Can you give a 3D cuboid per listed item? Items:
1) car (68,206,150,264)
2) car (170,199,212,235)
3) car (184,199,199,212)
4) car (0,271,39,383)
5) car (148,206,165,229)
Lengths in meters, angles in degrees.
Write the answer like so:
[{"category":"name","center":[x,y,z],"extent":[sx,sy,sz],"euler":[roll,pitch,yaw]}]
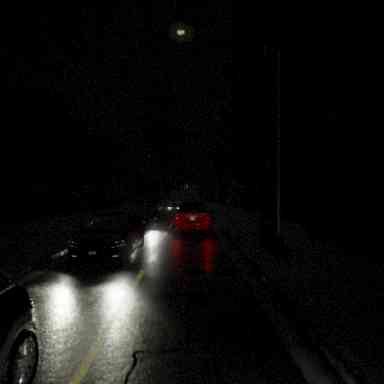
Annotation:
[{"category":"car","center":[-2.895,1.507,12.147],"extent":[1.882,1.535,5.008],"euler":[0,0,0]},{"category":"car","center":[0.015,1.407,19.461],"extent":[2.097,1.767,4.553],"euler":[0,0,0]},{"category":"car","center":[-0.083,1.705,42.117],"extent":[1.837,1.490,4.892],"euler":[0,-1,0]},{"category":"car","center":[-2.853,1.356,2.032],"extent":[2.097,1.767,4.553],"euler":[0,0,0]},{"category":"car","center":[-2.909,1.633,22.109],"extent":[1.994,1.385,4.181],"euler":[0,0,0]}]
